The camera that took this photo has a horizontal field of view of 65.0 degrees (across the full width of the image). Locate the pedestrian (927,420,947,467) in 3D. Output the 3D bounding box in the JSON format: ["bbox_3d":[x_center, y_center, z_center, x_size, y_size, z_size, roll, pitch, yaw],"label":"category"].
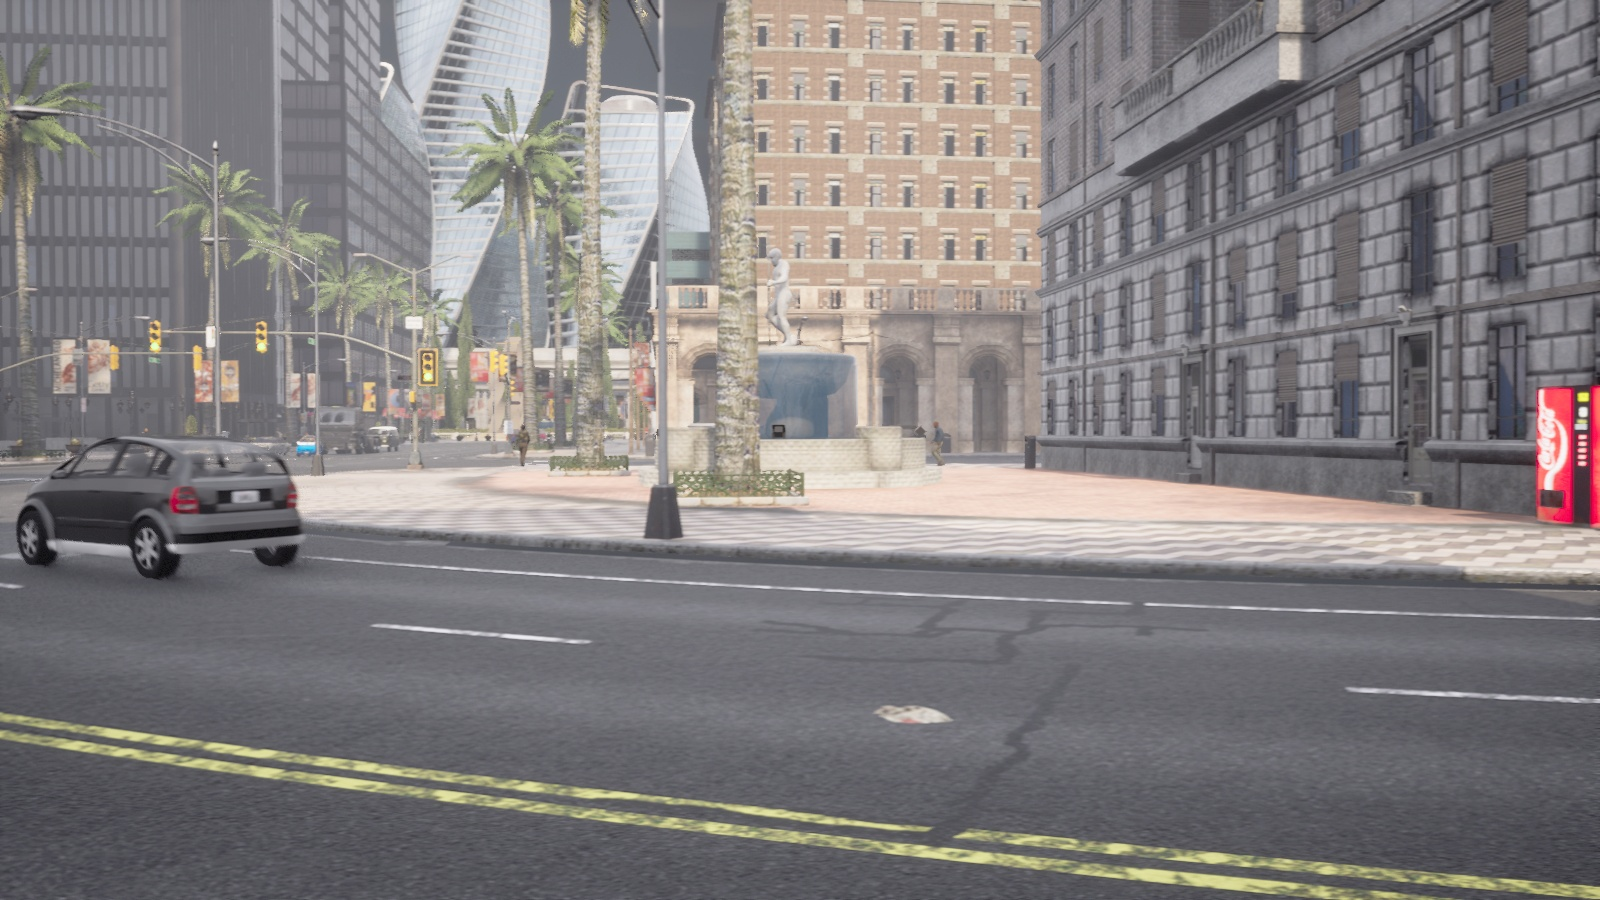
[{"bbox_3d":[5.379,-0.249,49.372,0.726,1.835,0.370,0,1,1],"label":"pedestrian"}]

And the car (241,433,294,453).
[{"bbox_3d":[-35.199,-0.483,83.121,1.895,1.301,4.718,0,1,-5],"label":"car"}]

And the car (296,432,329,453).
[{"bbox_3d":[-31.504,-0.484,81.168,1.481,1.376,2.207,0,1,-5],"label":"car"}]

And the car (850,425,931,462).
[{"bbox_3d":[4.612,-0.340,64.264,3.866,1.878,1.905,0,1,-5],"label":"car"}]

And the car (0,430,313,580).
[{"bbox_3d":[-7.697,0.548,14.851,3.705,1.549,1.789,1,1,33],"label":"car"}]

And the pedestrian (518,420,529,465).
[{"bbox_3d":[-11.803,-0.322,53.538,0.395,1.930,0.692,0,1,-6],"label":"pedestrian"}]

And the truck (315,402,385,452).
[{"bbox_3d":[-32.399,-1.671,90.779,2.891,3.462,7.936,0,1,-5],"label":"truck"}]
